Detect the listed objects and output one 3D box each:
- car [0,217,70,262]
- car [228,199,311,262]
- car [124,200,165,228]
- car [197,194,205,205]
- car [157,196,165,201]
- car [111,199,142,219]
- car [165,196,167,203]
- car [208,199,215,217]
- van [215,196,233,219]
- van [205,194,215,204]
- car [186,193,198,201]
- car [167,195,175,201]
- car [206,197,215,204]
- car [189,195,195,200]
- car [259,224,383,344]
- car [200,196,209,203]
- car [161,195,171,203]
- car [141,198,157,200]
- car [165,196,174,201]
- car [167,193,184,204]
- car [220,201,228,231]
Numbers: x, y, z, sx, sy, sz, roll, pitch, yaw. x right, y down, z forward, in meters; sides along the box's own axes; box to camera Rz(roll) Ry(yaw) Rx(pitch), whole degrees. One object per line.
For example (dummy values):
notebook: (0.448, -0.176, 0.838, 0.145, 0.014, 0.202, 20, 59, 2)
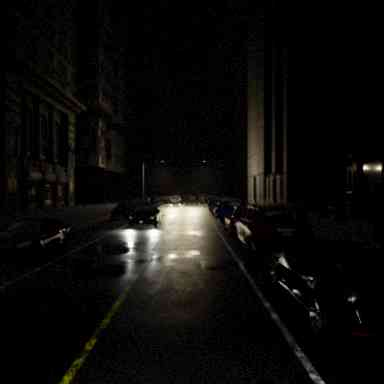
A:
car: (-5.759, 1.590, 12.037, 1.802, 1.307, 4.206, 0, 0, 0)
car: (2.767, 1.323, 12.042, 2.192, 1.841, 5.009, 0, 0, 0)
car: (-3.098, 1.541, 22.539, 1.812, 1.442, 4.674, 0, 0, 0)
car: (2.359, 1.558, 59.842, 1.837, 1.490, 4.892, 0, 0, 0)
car: (-5.756, 1.610, 51.491, 1.947, 1.339, 4.313, 0, 0, 0)
car: (-5.758, 1.586, 28.946, 1.947, 1.339, 4.313, 0, 0, 0)
car: (-5.755, 1.629, 68.400, 1.947, 1.339, 4.313, 0, 0, 0)
car: (2.767, 1.571, 28.953, 2.008, 1.369, 4.403, 0, 0, 0)
van: (2.768, 1.357, 23.316, 1.690, 1.788, 3.998, 0, 0, 0)
van: (2.769, 1.372, 40.225, 1.690, 1.788, 3.998, 0, 0, 0)
car: (0.006, 1.524, 78.700, 1.895, 1.301, 4.718, 0, 0, 0)
car: (-5.753, 1.615, 90.775, 1.752, 1.417, 4.829, 0, 0, 0)
car: (2.768, 1.551, 34.758, 1.752, 1.417, 4.829, 0, 0, 0)
car: (0.007, 1.532, 95.623, 1.812, 1.442, 4.674, 0, 0, 0)
car: (2.766, 1.570, 6.405, 1.947, 1.339, 4.313, 0, 0, 0)
car: (2.771, 1.615, 74.045, 1.887, 1.381, 4.507, 0, 0, 0)
car: (-5.754, 1.510, 74.037, 1.967, 1.590, 4.097, 0, 0, 0)
car: (-5.756, 1.471, 40.219, 1.967, 1.590, 4.097, 0, 0, 0)
car: (-5.753, 1.634, 85.309, 2.008, 1.369, 4.403, 0, 0, 0)
car: (-3.030, 1.409, 62.898, 2.097, 1.767, 4.553, 0, 0, 1)
car: (2.767, 1.452, 17.679, 1.967, 1.590, 4.097, 0, 0, 0)
